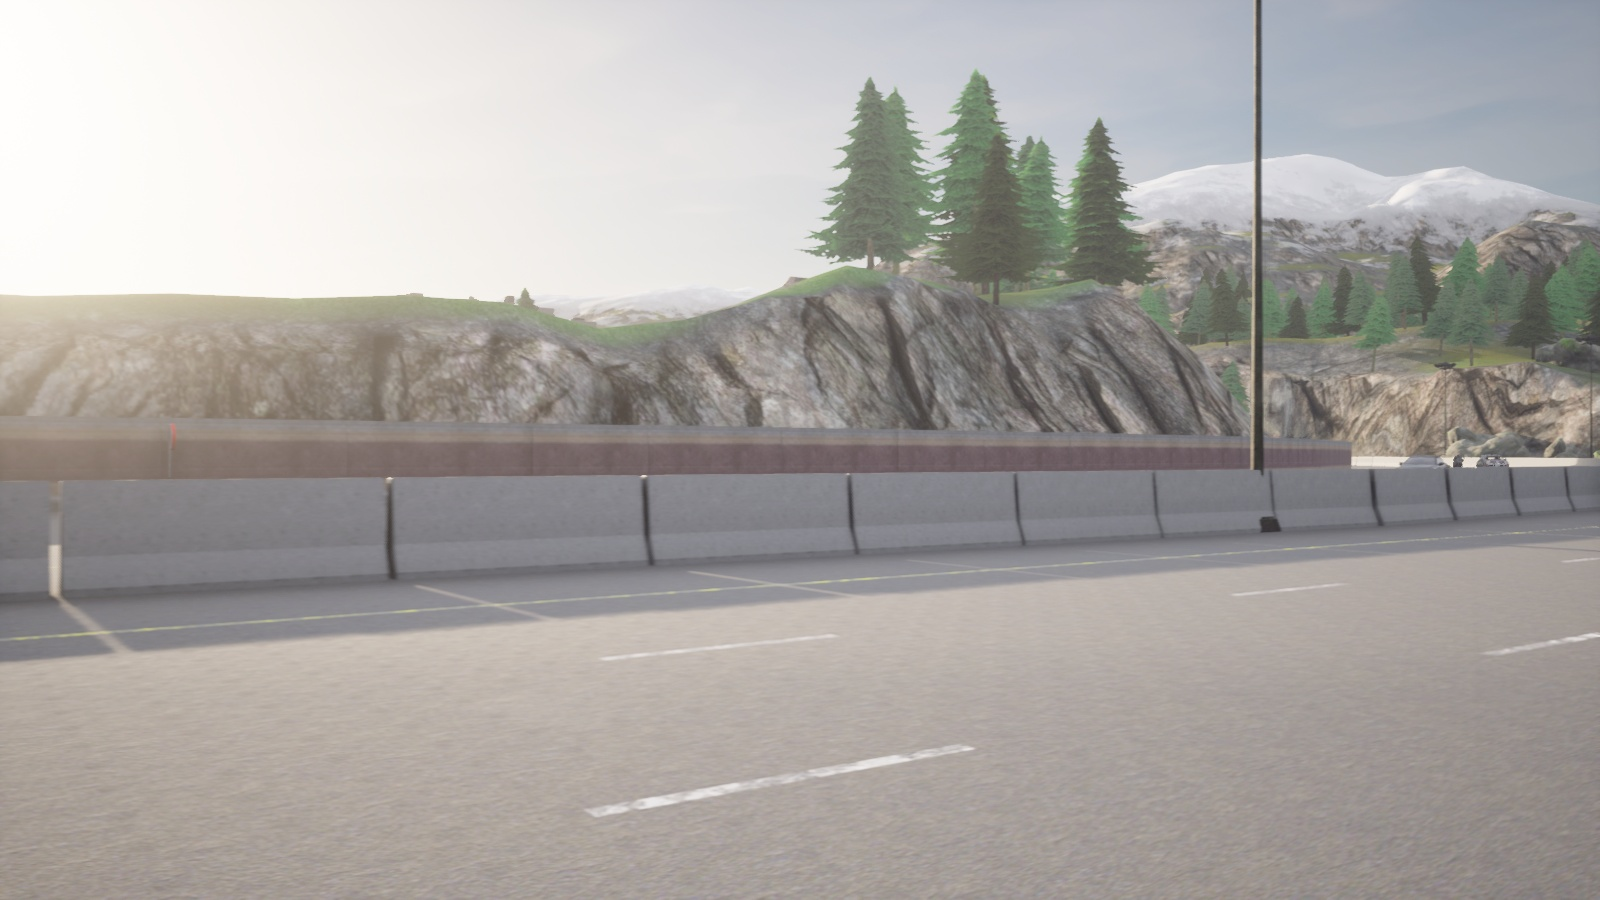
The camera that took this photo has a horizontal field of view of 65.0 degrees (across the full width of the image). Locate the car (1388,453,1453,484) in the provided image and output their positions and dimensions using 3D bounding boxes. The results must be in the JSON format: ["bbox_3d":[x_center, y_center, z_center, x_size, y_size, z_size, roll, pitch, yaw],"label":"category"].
[{"bbox_3d":[30.045,0.856,60.716,1.812,1.442,4.674,0,0,39],"label":"car"}]
